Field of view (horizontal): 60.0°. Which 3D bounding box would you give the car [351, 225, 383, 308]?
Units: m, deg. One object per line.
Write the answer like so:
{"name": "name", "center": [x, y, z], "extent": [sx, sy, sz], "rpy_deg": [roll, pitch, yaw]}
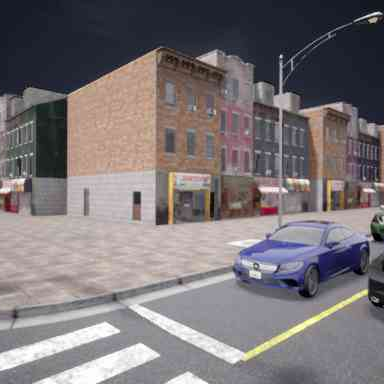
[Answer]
{"name": "car", "center": [5.247, 1.491, 6.813], "extent": [4.892, 1.490, 1.837], "rpy_deg": [0, 0, -43]}

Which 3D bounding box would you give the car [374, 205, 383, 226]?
{"name": "car", "center": [10.272, 1.190, 15.347], "extent": [5.566, 2.045, 2.150], "rpy_deg": [0, 0, -42]}

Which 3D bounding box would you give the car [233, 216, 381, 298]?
{"name": "car", "center": [3.061, 1.502, 8.677], "extent": [4.674, 1.442, 1.812], "rpy_deg": [0, 0, -43]}
